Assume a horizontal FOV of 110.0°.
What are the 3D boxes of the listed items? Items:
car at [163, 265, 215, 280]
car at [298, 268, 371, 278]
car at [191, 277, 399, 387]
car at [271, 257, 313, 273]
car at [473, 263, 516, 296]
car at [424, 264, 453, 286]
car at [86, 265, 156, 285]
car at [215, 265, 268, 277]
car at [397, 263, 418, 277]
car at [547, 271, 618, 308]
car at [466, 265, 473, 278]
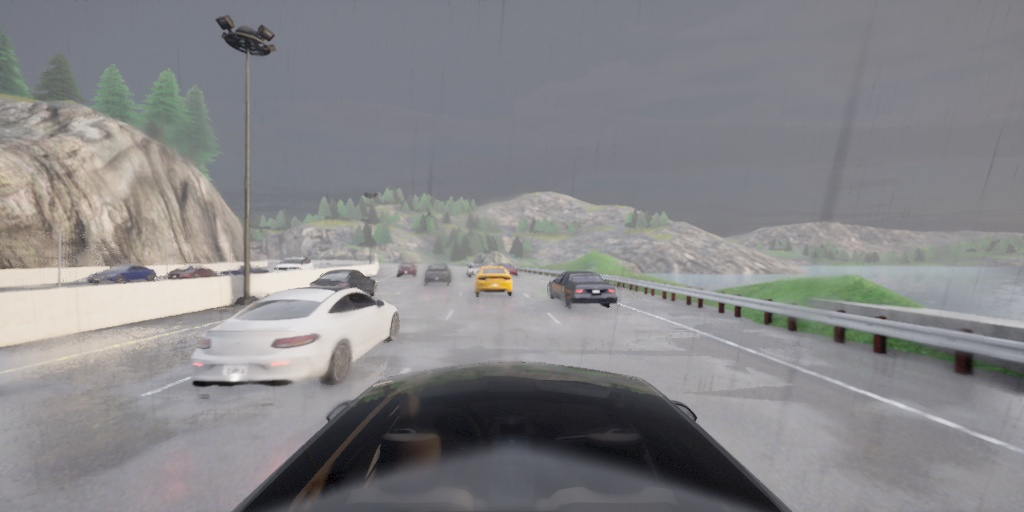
[{"bbox_3d":[-27.677,1.476,30.979,1.994,1.385,4.181,0,0,-11],"label":"car"},{"bbox_3d":[-7.785,1.356,16.767,1.812,1.442,4.674,0,0,-5],"label":"car"},{"bbox_3d":[-3.604,1.304,6.881,1.812,1.442,4.674,0,0,-2],"label":"car"},{"bbox_3d":[-21.364,1.151,35.185,2.150,2.045,5.566,0,0,-12],"label":"car"},{"bbox_3d":[-1.119,1.322,20.291,1.882,1.535,5.008,0,0,-6],"label":"car"},{"bbox_3d":[-5.523,1.373,27.073,2.128,1.511,4.902,0,0,-8],"label":"car"},{"bbox_3d":[-30.757,1.426,28.476,1.812,1.442,4.674,0,0,-10],"label":"car"},{"bbox_3d":[-24.454,1.520,32.844,1.895,1.301,4.718,0,0,-12],"label":"car"},{"bbox_3d":[-11.107,1.467,38.255,1.812,1.442,4.674,0,-1,-12],"label":"car"},{"bbox_3d":[2.865,1.366,15.635,2.033,1.411,5.357,0,0,-5],"label":"car"},{"bbox_3d":[-3.768,1.534,37.410,1.895,1.301,4.718,0,0,-11],"label":"car"}]
